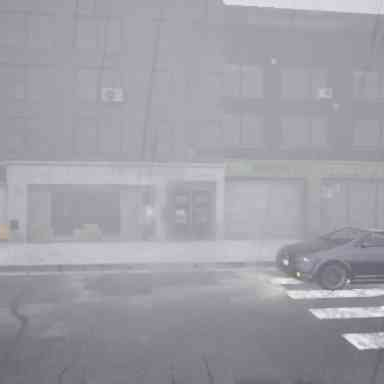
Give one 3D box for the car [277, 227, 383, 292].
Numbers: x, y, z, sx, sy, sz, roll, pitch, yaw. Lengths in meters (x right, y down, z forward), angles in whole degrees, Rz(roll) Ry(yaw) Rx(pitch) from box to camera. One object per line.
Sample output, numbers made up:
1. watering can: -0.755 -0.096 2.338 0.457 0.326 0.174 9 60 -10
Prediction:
1. car: 4.417 1.636 8.780 4.181 1.385 1.994 0 0 -6
